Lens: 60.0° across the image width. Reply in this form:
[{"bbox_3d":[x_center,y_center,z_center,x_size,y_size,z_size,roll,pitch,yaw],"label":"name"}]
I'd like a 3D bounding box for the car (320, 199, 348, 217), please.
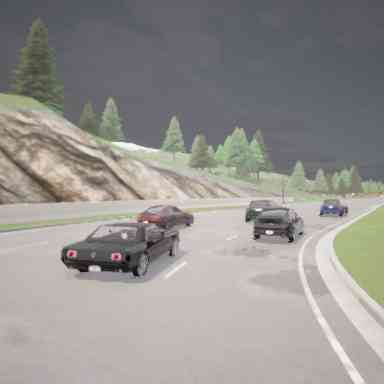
[{"bbox_3d":[14.448,1.492,33.757,2.097,1.767,4.553,1,0,32],"label":"car"}]

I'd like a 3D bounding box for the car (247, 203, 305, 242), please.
[{"bbox_3d":[4.484,1.549,16.898,1.837,1.490,4.892,0,0,26],"label":"car"}]

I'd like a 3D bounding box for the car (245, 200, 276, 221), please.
[{"bbox_3d":[5.913,1.409,26.497,2.097,1.767,4.553,1,0,31],"label":"car"}]

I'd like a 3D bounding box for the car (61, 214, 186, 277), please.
[{"bbox_3d":[-1.825,1.583,10.271,1.895,1.301,4.718,1,0,14],"label":"car"}]

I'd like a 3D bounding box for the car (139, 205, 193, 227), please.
[{"bbox_3d":[-1.571,1.510,20.329,1.812,1.442,4.674,0,0,26],"label":"car"}]
